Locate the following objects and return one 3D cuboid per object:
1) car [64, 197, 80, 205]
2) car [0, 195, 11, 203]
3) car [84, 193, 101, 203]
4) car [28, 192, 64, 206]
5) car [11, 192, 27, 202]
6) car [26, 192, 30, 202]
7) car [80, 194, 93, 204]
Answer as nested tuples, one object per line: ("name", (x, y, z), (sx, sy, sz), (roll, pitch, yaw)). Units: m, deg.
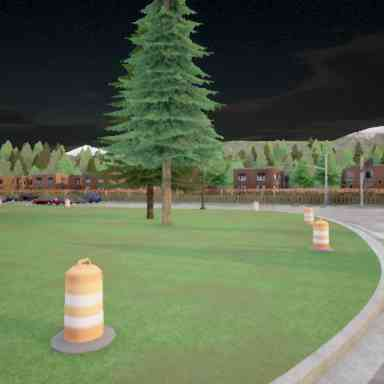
("car", (-22.848, 1.560, 58.178), (5.357, 1.411, 2.033), (0, 0, 21))
("car", (-37.604, 1.381, 63.919), (4.181, 1.385, 1.994), (0, 0, 21))
("car", (-20.338, 1.255, 64.713), (5.566, 2.045, 2.150), (0, 0, 21))
("car", (-24.089, 1.363, 54.906), (4.553, 1.767, 2.097), (0, 0, 21))
("car", (-36.335, 1.329, 67.181), (4.892, 1.490, 1.837), (0, 0, 21))
("car", (-35.093, 1.054, 70.454), (5.566, 2.045, 2.150), (0, 0, 21))
("car", (-21.579, 1.560, 61.440), (5.357, 1.411, 2.033), (0, 0, 21))
